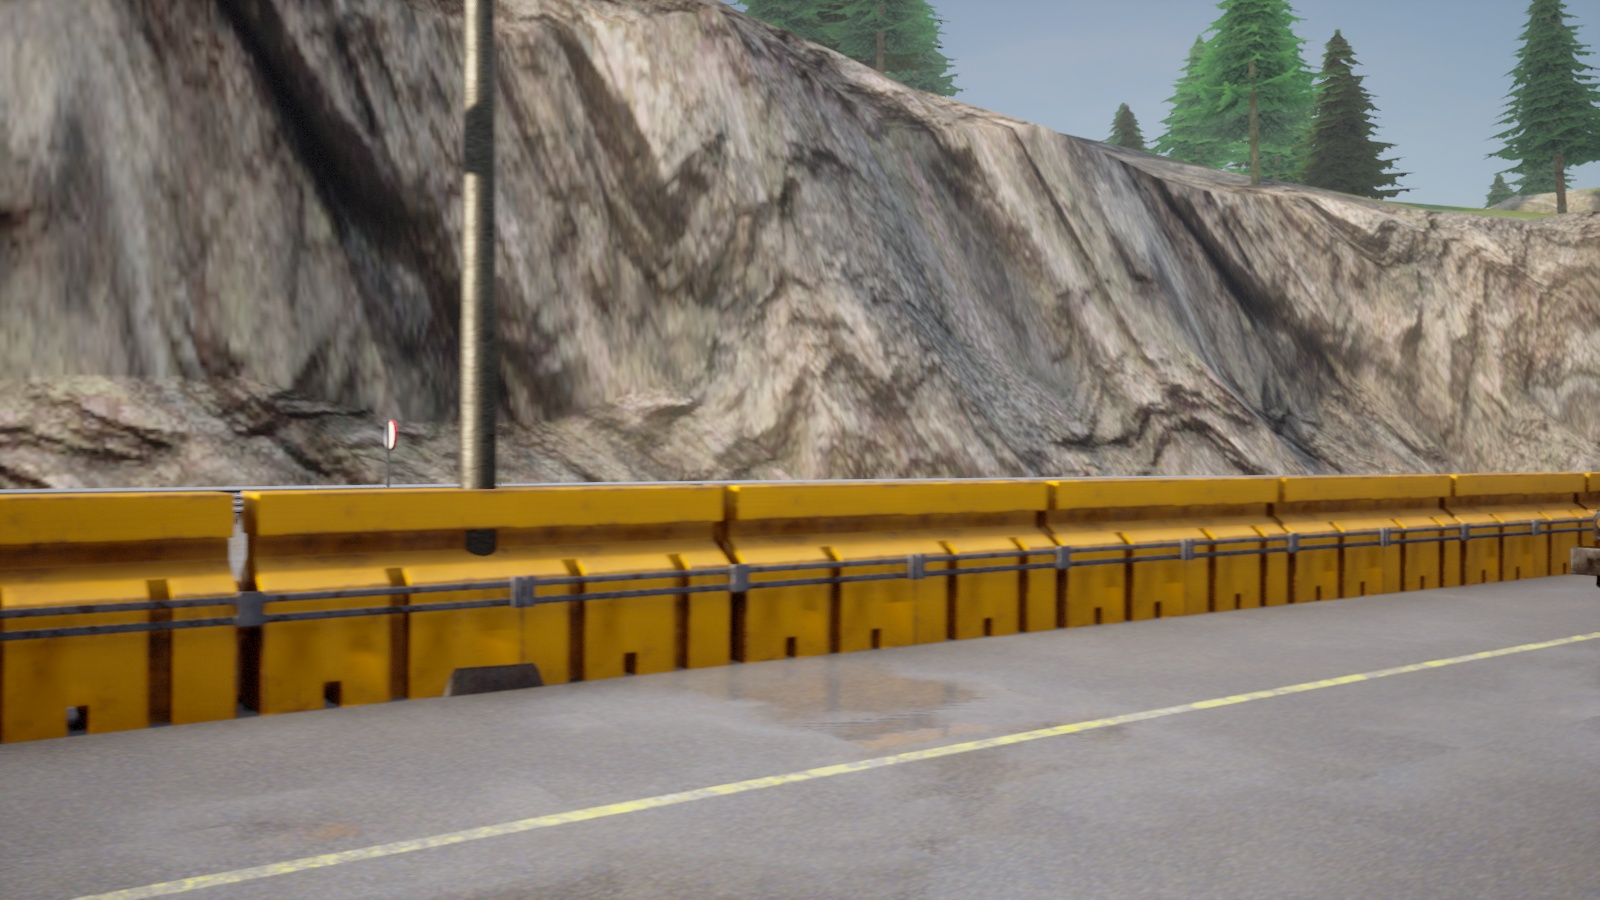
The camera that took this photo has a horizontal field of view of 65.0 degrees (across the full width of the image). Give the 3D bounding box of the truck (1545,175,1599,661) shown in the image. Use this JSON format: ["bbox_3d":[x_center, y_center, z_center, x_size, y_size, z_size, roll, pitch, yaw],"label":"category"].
[{"bbox_3d":[9.585,-0.232,10.296,7.936,3.462,2.891,0,0,-34],"label":"truck"}]
